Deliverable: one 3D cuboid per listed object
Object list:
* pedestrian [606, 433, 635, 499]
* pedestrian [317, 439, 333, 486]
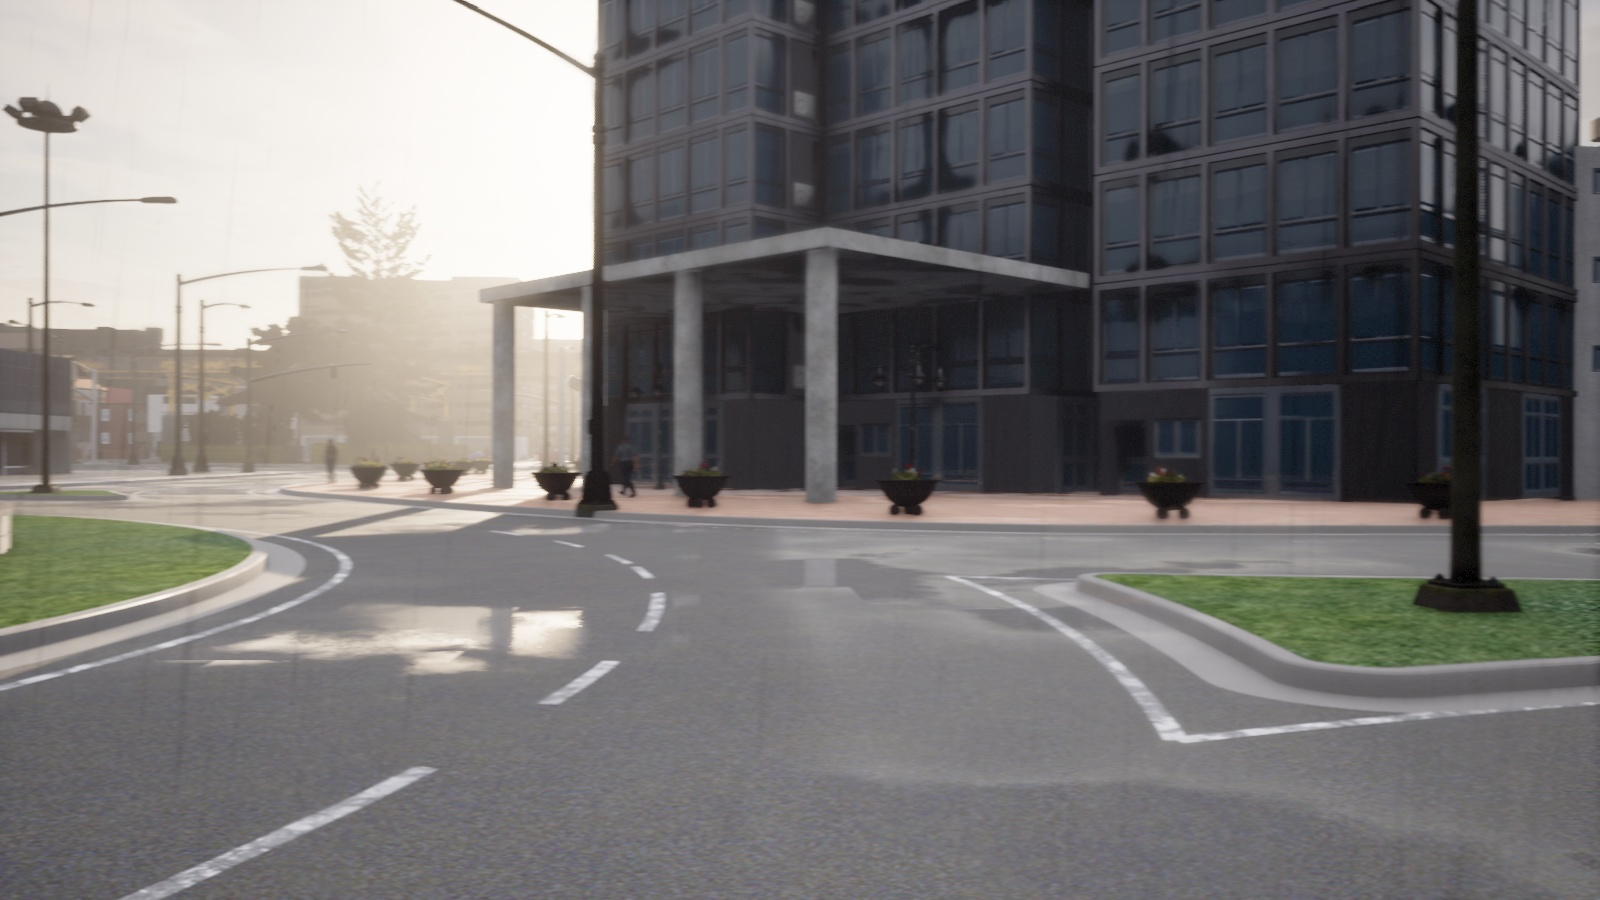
[{"bbox_3d":[-5.149,0.455,36.020,0.540,1.848,0.694,0,0,-38],"label":"pedestrian"},{"bbox_3d":[-18.518,0.471,48.984,0.328,1.805,0.869,0,0,-3],"label":"pedestrian"}]
